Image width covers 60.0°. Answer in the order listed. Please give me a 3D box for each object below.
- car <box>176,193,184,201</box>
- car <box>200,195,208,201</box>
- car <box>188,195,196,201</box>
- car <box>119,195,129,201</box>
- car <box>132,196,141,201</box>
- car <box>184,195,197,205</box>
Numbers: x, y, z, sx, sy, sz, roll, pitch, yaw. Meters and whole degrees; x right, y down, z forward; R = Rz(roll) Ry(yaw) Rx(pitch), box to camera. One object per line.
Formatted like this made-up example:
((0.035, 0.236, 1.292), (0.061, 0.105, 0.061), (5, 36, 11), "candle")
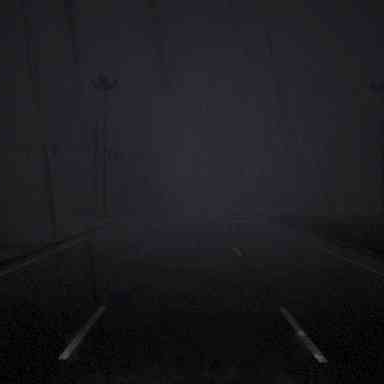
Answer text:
((-3.440, 1.744, 94.527), (2.033, 1.411, 5.357), (0, 0, 0), "car")
((3.559, 1.677, 94.369), (1.882, 1.535, 5.008), (0, 0, 0), "car")
((0.060, 1.728, 94.471), (2.128, 1.511, 4.902), (0, 0, 0), "car")
((-18.467, 1.702, 90.267), (1.837, 1.490, 4.892), (0, 0, 0), "car")
((-14.967, 1.727, 90.244), (2.128, 1.511, 4.902), (0, 0, 0), "car")
((-0.015, 1.690, 63.536), (2.033, 1.411, 5.357), (0, 0, 0), "car")
